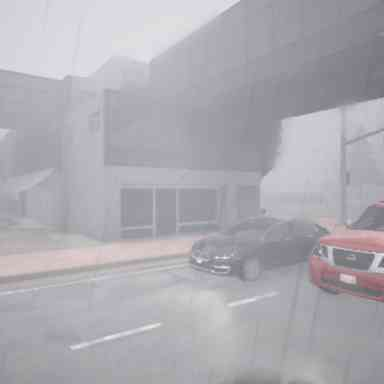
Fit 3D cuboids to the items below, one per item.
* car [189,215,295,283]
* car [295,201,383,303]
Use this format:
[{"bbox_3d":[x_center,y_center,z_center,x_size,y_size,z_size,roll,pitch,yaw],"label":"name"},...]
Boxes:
[{"bbox_3d":[2.170,1.491,9.784,4.892,1.490,1.837,0,0,-35],"label":"car"},{"bbox_3d":[5.051,1.208,7.527,5.566,2.045,2.150,0,0,-35],"label":"car"}]
